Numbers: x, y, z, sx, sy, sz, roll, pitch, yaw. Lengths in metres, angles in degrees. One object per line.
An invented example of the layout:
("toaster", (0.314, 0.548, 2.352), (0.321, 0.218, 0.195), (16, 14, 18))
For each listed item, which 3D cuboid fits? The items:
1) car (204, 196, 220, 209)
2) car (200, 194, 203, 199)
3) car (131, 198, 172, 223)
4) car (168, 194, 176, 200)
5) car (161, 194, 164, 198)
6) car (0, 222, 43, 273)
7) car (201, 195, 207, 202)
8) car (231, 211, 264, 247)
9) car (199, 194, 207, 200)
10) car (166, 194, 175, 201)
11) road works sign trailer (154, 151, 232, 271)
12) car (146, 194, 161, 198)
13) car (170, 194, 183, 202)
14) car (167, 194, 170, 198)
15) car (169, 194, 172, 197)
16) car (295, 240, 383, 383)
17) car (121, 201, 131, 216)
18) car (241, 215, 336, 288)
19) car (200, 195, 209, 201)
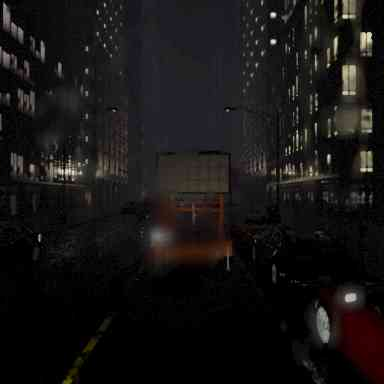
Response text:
("car", (2.878, 1.525, 43.057), (1.947, 1.339, 4.313), (0, 0, 0))
("car", (2.950, 1.508, 60.080), (1.802, 1.307, 4.206), (1, 0, 0))
("car", (-2.993, 1.476, 25.412), (2.128, 1.511, 4.902), (0, 0, 0))
("car", (-5.311, 1.372, 88.339), (1.752, 1.417, 4.829), (1, 0, 0))
("car", (-5.477, 1.265, 48.780), (2.192, 1.841, 5.009), (0, 0, 0))
("car", (-5.646, 1.548, 9.049), (2.008, 1.369, 4.403), (0, 0, 0))
("car", (2.926, 1.520, 54.406), (1.802, 1.307, 4.206), (1, 0, 0))
("car", (2.759, 1.520, 14.853), (1.752, 1.417, 4.829), (0, 0, 0))
("car", (3.094, 1.372, 94.129), (1.887, 1.381, 4.507), (1, 0, 0))
("car", (-5.333, 1.304, 82.833), (1.967, 1.590, 4.097), (1, 0, 0))
("road works sign trailer", (0.046, 0.461, 10.928), (2.380, 3.560, 2.880), (0, 0, 0))
("car", (-5.502, 1.400, 43.104), (1.967, 1.590, 4.097), (0, 0, 0))
("car", (-2.735, 1.511, 66.378), (1.895, 1.301, 4.718), (0, 0, 1))
("car", (-5.431, 1.508, 60.130), (1.802, 1.307, 4.206), (1, 0, 0))
("car", (-5.380, 1.213, 71.482), (2.192, 1.841, 5.009), (1, 0, 0))
("car", (2.710, 1.544, 3.332), (1.887, 1.381, 4.507), (0, 0, 0))
("car", (-5.551, 1.521, 31.752), (1.887, 1.381, 4.507), (0, 0, 0))
("car", (2.734, 1.548, 9.006), (2.008, 1.369, 4.403), (0, 0, 0))
("car", (3.046, 1.430, 82.779), (1.947, 1.339, 4.313), (1, 0, 0))
